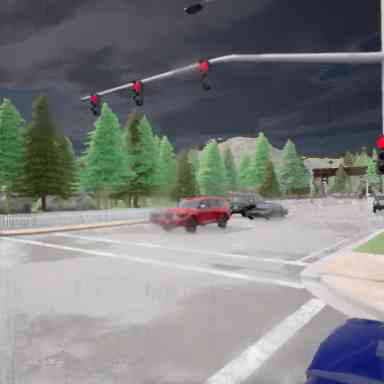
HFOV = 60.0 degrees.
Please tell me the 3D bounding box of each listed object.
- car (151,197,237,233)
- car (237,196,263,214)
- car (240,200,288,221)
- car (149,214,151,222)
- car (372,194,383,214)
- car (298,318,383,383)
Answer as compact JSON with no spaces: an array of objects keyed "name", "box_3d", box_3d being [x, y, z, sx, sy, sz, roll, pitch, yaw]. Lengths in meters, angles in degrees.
[{"name":"car","box_3d":[0.303,1.360,21.230,2.150,2.045,5.566,-1,0,38]},{"name":"car","box_3d":[5.311,1.393,33.138,2.150,2.045,5.566,-1,0,39]},{"name":"car","box_3d":[6.686,1.680,29.246,2.033,1.411,5.357,-1,0,38]},{"name":"car","box_3d":[-1.034,1.779,25.163,1.895,1.301,4.718,-1,0,38]},{"name":"car","box_3d":[20.742,1.263,35.389,2.150,2.045,5.566,-1,0,38]},{"name":"car","box_3d":[3.019,1.584,1.830,4.718,1.301,1.895,-1,0,36]}]
